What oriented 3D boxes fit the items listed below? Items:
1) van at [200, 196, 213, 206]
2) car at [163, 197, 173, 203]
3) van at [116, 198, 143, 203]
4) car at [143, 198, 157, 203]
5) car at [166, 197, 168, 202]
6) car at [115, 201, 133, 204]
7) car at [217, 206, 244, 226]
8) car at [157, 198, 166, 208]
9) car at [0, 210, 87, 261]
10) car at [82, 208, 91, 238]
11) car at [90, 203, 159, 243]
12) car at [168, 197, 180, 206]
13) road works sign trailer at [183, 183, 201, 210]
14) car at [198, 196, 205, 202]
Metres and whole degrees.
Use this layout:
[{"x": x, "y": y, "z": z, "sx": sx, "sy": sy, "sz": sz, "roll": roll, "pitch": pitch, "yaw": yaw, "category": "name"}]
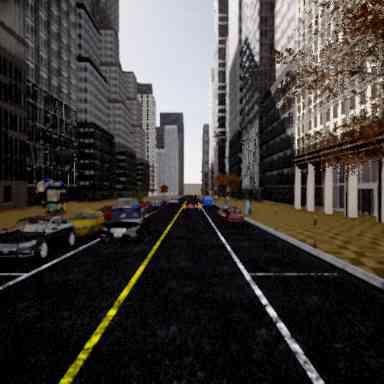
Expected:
[{"x": 2.662, "y": 1.527, "z": 57.349, "sx": 1.690, "sy": 1.788, "sz": 3.998, "roll": -1, "pitch": 0, "yaw": 0, "category": "van"}, {"x": -5.719, "y": 1.826, "z": 79.845, "sx": 2.008, "sy": 1.369, "sz": 4.403, "roll": -1, "pitch": 0, "yaw": 0, "category": "car"}, {"x": -5.711, "y": 1.427, "z": 29.221, "sx": 1.690, "sy": 1.788, "sz": 3.998, "roll": -1, "pitch": 0, "yaw": 0, "category": "van"}, {"x": -5.710, "y": 1.668, "z": 40.470, "sx": 1.887, "sy": 1.381, "sz": 4.507, "roll": -1, "pitch": 0, "yaw": 0, "category": "car"}, {"x": -5.714, "y": 1.735, "z": 57.346, "sx": 2.008, "sy": 1.369, "sz": 4.403, "roll": -1, "pitch": 0, "yaw": 0, "category": "car"}, {"x": -5.706, "y": 1.612, "z": 23.596, "sx": 1.887, "sy": 1.381, "sz": 4.507, "roll": -1, "pitch": 0, "yaw": 0, "category": "car"}, {"x": 2.674, "y": 1.650, "z": 23.598, "sx": 1.802, "sy": 1.307, "sz": 4.206, "roll": -1, "pitch": 0, "yaw": 0, "category": "car"}, {"x": -5.713, "y": 1.714, "z": 51.721, "sx": 2.008, "sy": 1.369, "sz": 4.403, "roll": -1, "pitch": 0, "yaw": 0, "category": "car"}, {"x": -5.704, "y": 1.584, "z": 12.345, "sx": 2.008, "sy": 1.369, "sz": 4.403, "roll": -1, "pitch": 0, "yaw": 0, "category": "car"}, {"x": -5.706, "y": 1.575, "z": 17.801, "sx": 1.752, "sy": 1.417, "sz": 4.829, "roll": -1, "pitch": 0, "yaw": 0, "category": "car"}, {"x": -3.101, "y": 1.537, "z": 16.381, "sx": 2.128, "sy": 1.511, "sz": 4.902, "roll": 0, "pitch": 0, "yaw": 0, "category": "car"}, {"x": -3.056, "y": 1.733, "z": 57.629, "sx": 2.033, "sy": 1.411, "sz": 5.357, "roll": 0, "pitch": 0, "yaw": 1, "category": "car"}, {"x": 0.028, "y": 0.602, "z": 44.519, "sx": 2.380, "sy": 3.560, "sz": 2.880, "roll": 0, "pitch": 0, "yaw": 1, "category": "road works sign trailer"}, {"x": 2.658, "y": 1.851, "z": 91.268, "sx": 1.752, "sy": 1.417, "sz": 4.829, "roll": -1, "pitch": 0, "yaw": 0, "category": "car"}]
